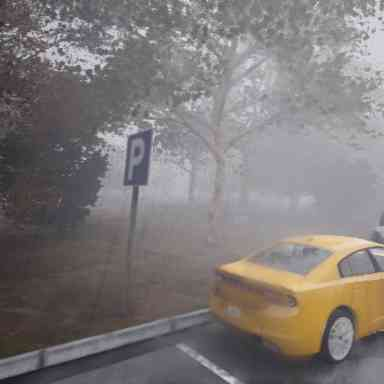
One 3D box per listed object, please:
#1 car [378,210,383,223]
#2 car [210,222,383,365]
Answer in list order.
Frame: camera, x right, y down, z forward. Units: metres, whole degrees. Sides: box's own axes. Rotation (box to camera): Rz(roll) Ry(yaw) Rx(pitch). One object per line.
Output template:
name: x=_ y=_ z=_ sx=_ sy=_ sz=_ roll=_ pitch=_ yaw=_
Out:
car: x=7.217 y=1.324 z=9.204 sx=5.566 sy=2.045 sz=2.435 roll=1 pitch=-1 yaw=-33
car: x=2.652 y=1.527 z=5.948 sx=5.008 sy=1.535 sz=2.097 roll=1 pitch=-1 yaw=-33
